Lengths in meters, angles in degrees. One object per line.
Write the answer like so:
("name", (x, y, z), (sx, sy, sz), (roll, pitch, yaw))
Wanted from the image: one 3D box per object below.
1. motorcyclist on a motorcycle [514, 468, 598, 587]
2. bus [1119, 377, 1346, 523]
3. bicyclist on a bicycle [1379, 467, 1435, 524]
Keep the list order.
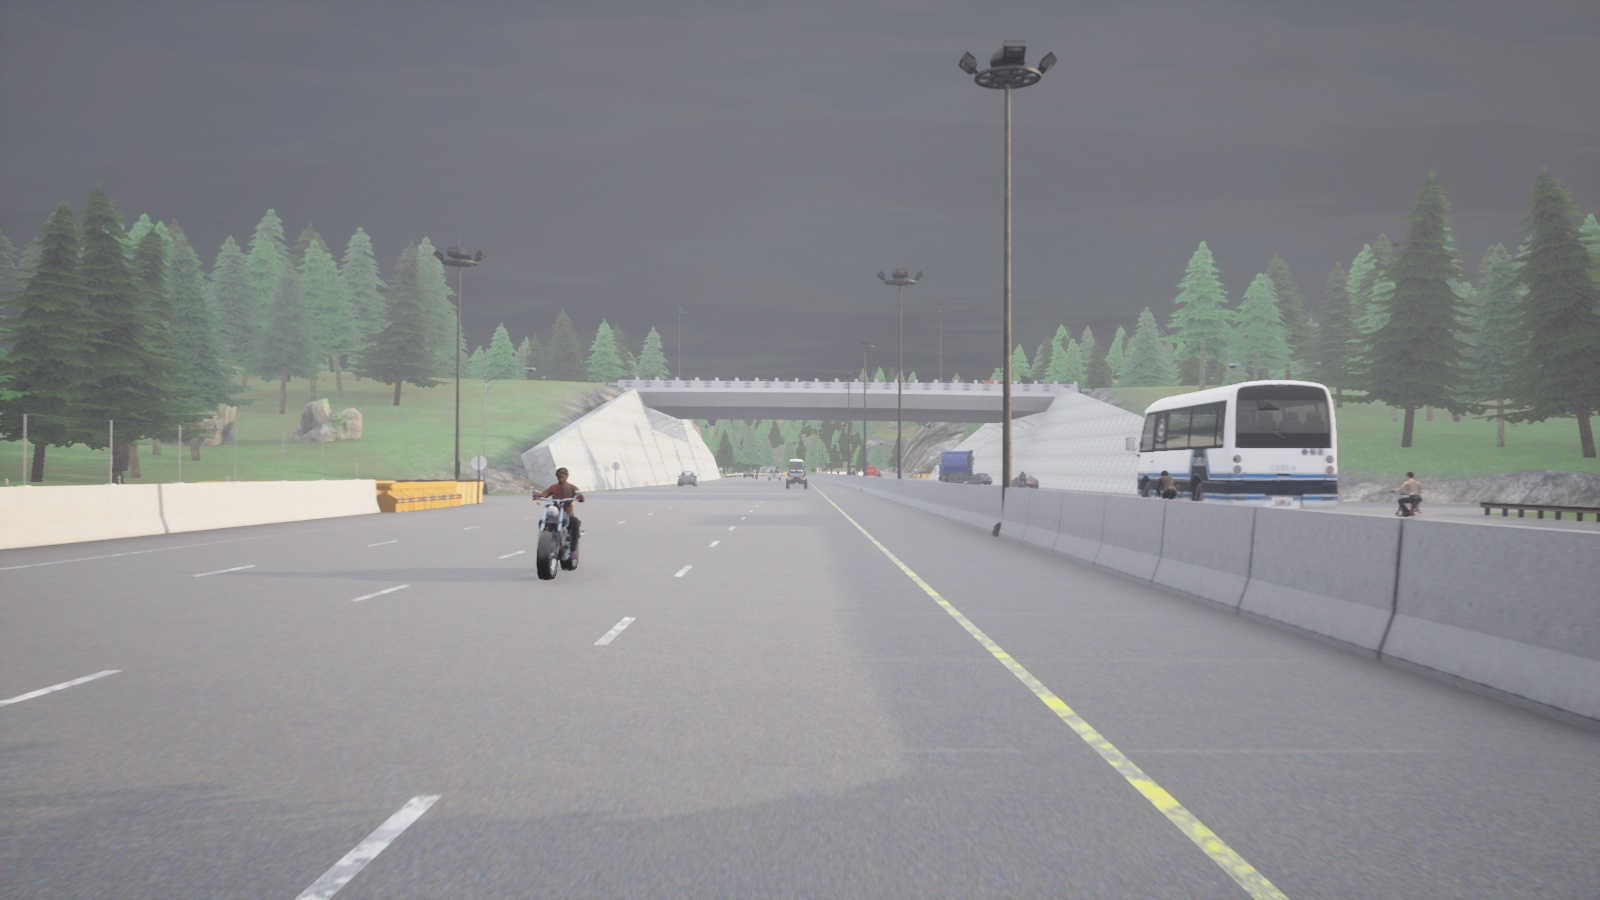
("motorcyclist on a motorcycle", (-3.566, 1.090, 18.574), (0.766, 1.649, 2.350), (0, -1, 0))
("bus", (13.893, 0.081, 41.704), (3.944, 4.253, 10.273), (0, -1, 0))
("bicyclist on a bicycle", (17.417, 1.285, 36.064), (0.866, 1.612, 1.509), (0, -1, 0))
